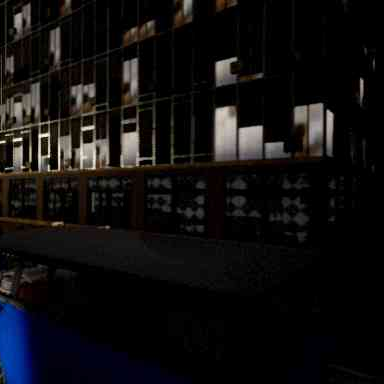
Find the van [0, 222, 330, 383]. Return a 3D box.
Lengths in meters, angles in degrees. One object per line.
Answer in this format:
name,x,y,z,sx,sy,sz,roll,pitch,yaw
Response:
van,-0.709,1.329,3.379,3.998,1.788,1.690,0,0,35
